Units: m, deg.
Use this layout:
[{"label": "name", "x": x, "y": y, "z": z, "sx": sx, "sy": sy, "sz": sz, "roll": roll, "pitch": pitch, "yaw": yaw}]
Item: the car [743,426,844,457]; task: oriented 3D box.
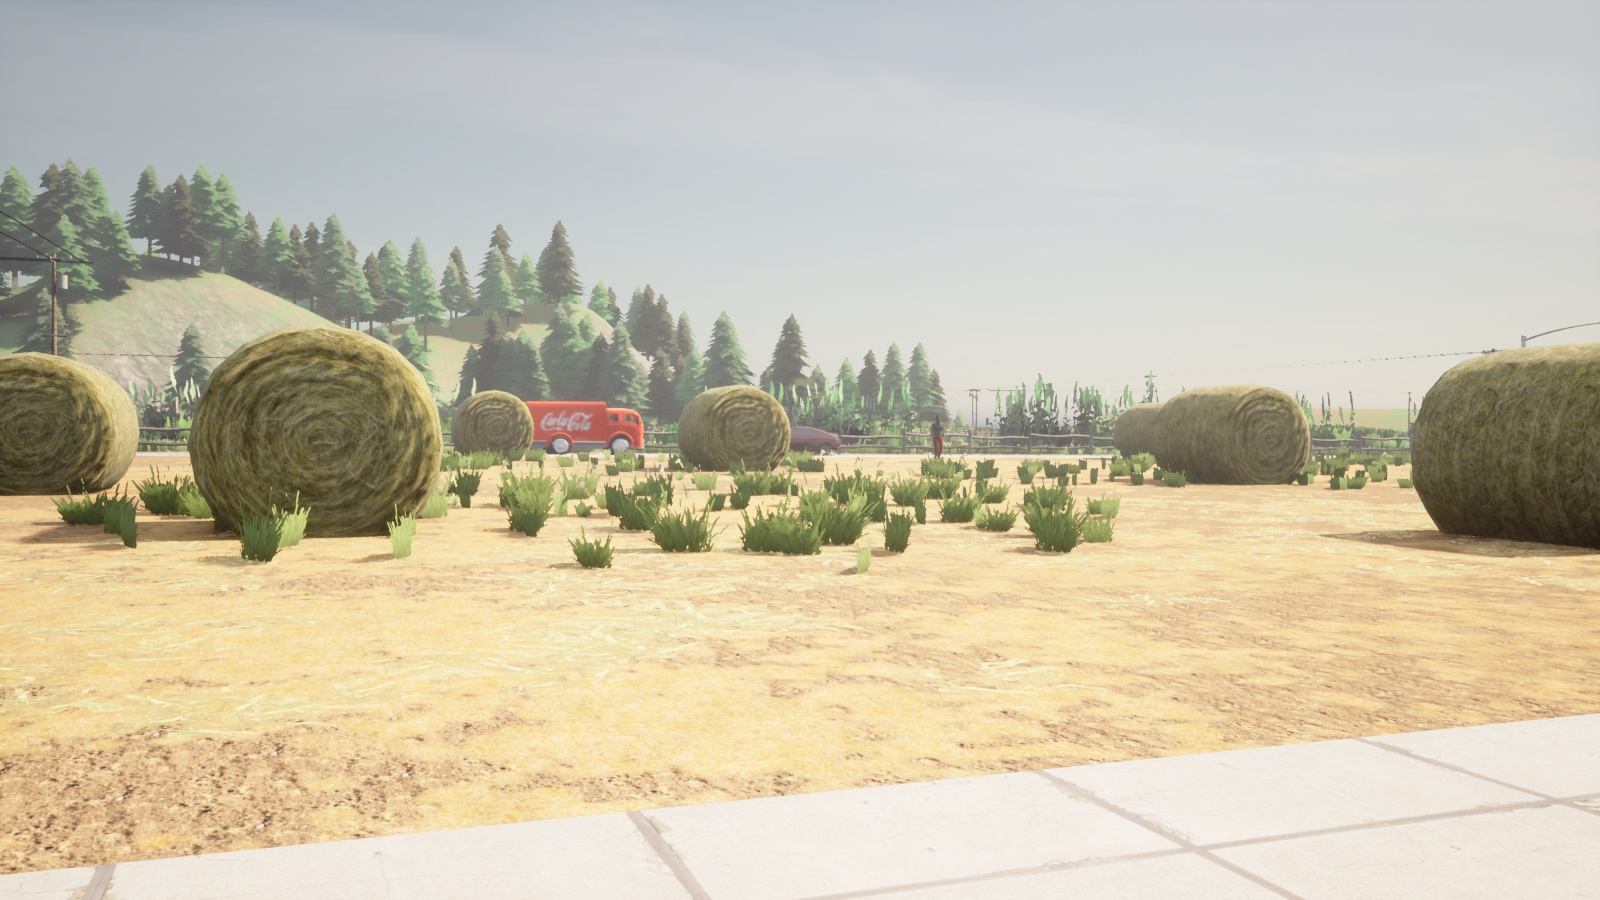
[{"label": "car", "x": -0.329, "y": -0.430, "z": 62.630, "sx": 4.674, "sy": 1.442, "sz": 1.812, "roll": -1, "pitch": 1, "yaw": -17}]

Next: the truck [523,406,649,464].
[{"label": "truck", "x": -9.600, "y": -0.709, "z": 56.132, "sx": 5.204, "sy": 2.467, "sz": 2.627, "roll": -1, "pitch": 1, "yaw": -17}]

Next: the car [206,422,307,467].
[{"label": "car", "x": -23.927, "y": -0.253, "z": 55.423, "sx": 3.866, "sy": 1.878, "sz": 1.905, "roll": -1, "pitch": 1, "yaw": -17}]

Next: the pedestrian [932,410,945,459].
[{"label": "pedestrian", "x": 5.249, "y": -0.576, "z": 47.738, "sx": 0.353, "sy": 1.847, "sz": 0.614, "roll": -1, "pitch": 1, "yaw": -7}]
